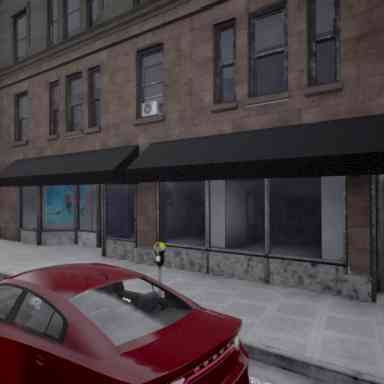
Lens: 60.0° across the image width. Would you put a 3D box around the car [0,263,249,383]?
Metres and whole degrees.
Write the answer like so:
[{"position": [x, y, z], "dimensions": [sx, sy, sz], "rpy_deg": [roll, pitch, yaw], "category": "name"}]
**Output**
[{"position": [-1.554, 1.545, 3.958], "dimensions": [4.507, 1.381, 1.887], "rpy_deg": [0, 0, 35], "category": "car"}]
